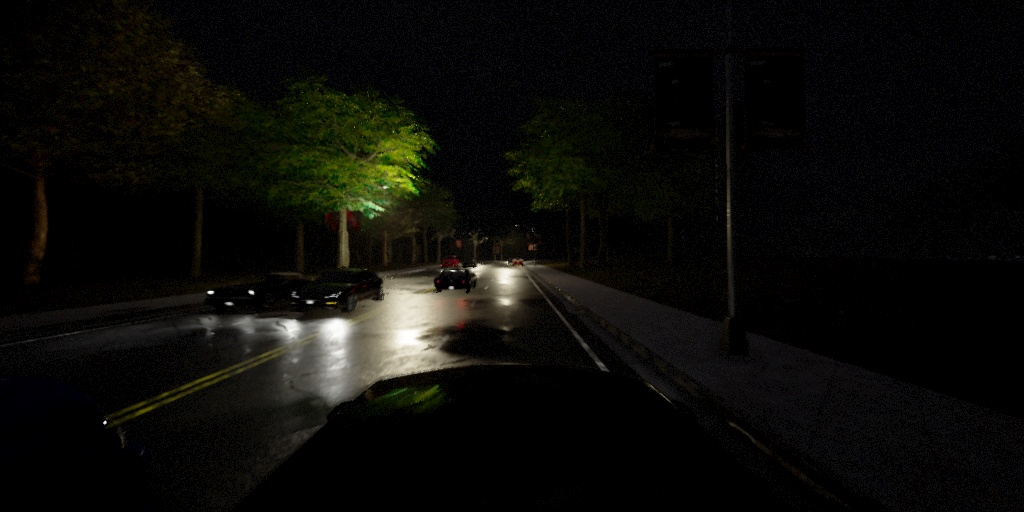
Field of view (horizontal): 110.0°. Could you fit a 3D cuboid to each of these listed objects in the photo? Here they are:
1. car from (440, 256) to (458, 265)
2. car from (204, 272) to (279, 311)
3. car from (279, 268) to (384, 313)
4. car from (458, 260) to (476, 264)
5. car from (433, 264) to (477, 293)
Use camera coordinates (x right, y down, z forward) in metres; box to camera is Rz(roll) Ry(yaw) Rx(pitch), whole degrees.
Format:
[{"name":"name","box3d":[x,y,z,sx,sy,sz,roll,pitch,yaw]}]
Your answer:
[{"name":"car","box3d":[-9.793,0.992,56.875,2.150,2.045,5.566,0,0,1]},{"name":"car","box3d":[-9.849,1.357,14.710,1.895,1.301,4.718,0,0,0]},{"name":"car","box3d":[-6.598,1.261,14.137,1.837,1.490,4.892,0,0,0]},{"name":"car","box3d":[-6.547,1.321,55.558,2.033,1.411,5.357,0,0,1]},{"name":"car","box3d":[-3.148,1.360,20.820,1.895,1.301,4.718,0,0,0]}]
